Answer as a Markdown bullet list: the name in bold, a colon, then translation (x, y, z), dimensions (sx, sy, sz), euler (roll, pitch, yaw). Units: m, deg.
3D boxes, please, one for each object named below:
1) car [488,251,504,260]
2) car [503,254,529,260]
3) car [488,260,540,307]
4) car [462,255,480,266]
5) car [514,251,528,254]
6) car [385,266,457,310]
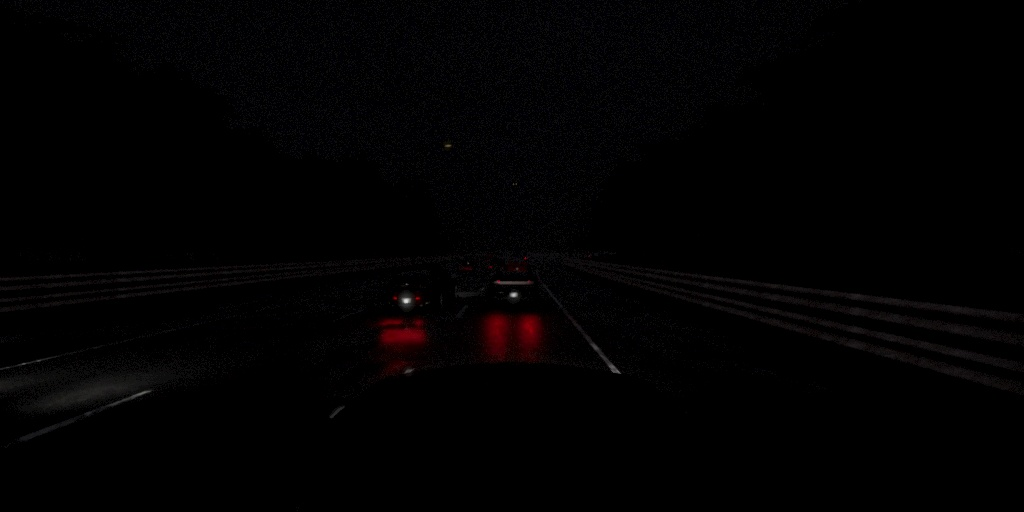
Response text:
- **car**: translation (-2.015, 0.458, 54.102), dimensions (2.097, 1.767, 4.553), euler (0, 1, 3)
- **car**: translation (0.495, 0.878, 32.480), dimensions (1.882, 1.535, 5.008), euler (0, 1, 2)
- **car**: translation (0.097, 1.097, 14.633), dimensions (2.128, 1.511, 4.902), euler (0, 1, 1)
- **car**: translation (-5.732, 0.662, 50.233), dimensions (1.837, 1.490, 4.892), euler (0, 1, 3)
- **car**: translation (1.109, 0.415, 48.243), dimensions (2.150, 2.045, 5.566), euler (0, 1, 3)
- **car**: translation (-3.320, 1.117, 13.796), dimensions (1.837, 1.490, 4.892), euler (0, 1, 1)
